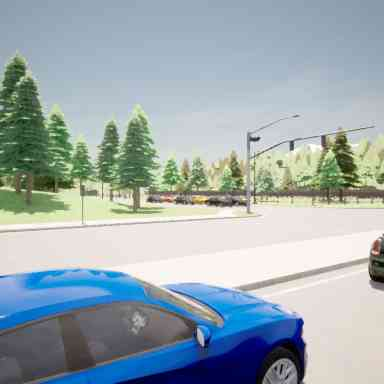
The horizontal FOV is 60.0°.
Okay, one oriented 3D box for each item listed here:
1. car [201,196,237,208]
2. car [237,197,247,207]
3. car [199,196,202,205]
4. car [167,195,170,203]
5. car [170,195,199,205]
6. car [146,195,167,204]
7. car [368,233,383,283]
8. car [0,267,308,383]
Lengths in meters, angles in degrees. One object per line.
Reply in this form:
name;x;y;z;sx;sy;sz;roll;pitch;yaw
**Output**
car;4.014;1.478;49.916;1.882;1.535;5.008;0;0;-35
car;6.634;1.478;52.280;1.882;1.535;5.008;0;0;-35
car;1.162;1.478;60.137;1.882;1.535;5.008;0;0;-35
car;-4.577;1.352;68.470;2.097;1.767;4.553;0;0;-35
car;-1.361;1.505;57.624;1.837;1.490;4.892;0;0;-35
car;-7.476;1.506;66.473;1.837;1.490;4.892;0;0;-34
car;6.500;1.352;8.408;4.553;1.767;2.097;0;0;-35
car;-0.996;1.478;3.037;5.008;1.535;1.882;0;0;-35
